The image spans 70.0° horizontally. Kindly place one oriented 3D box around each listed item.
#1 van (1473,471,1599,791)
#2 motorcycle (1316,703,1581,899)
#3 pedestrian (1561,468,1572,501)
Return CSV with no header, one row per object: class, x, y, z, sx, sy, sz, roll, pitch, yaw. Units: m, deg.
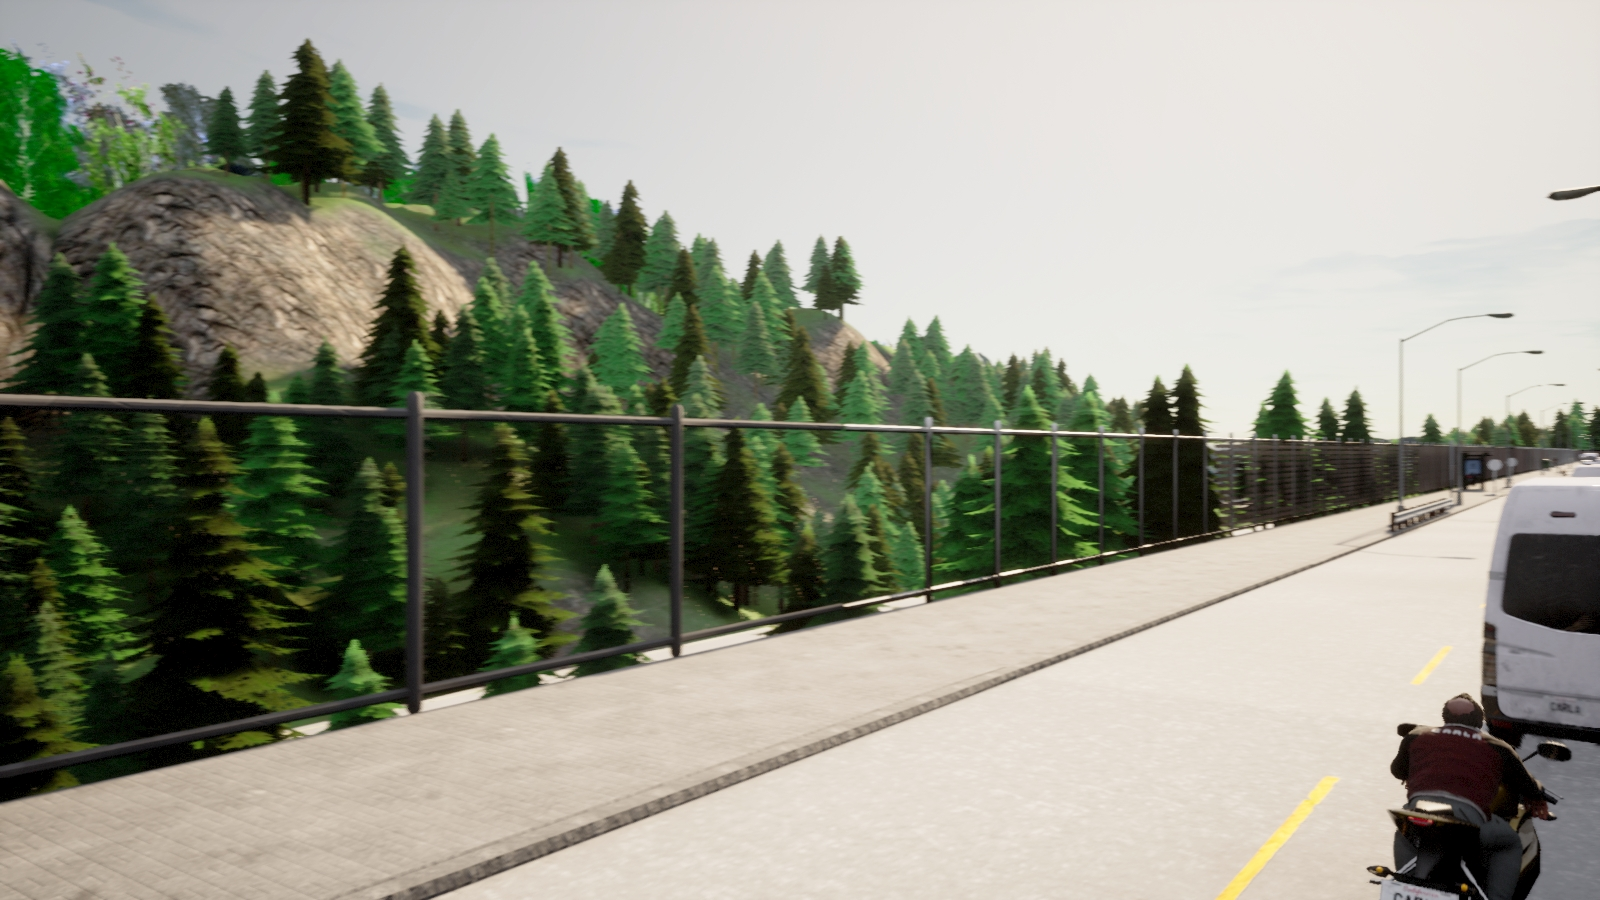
van,8.460,1.554,11.854,1.988,2.561,5.915,0,0,36
motorcycle,3.508,2.214,6.063,0.867,1.251,2.209,0,0,39
pedestrian,43.012,1.943,64.130,0.375,1.860,0.375,0,0,-31
